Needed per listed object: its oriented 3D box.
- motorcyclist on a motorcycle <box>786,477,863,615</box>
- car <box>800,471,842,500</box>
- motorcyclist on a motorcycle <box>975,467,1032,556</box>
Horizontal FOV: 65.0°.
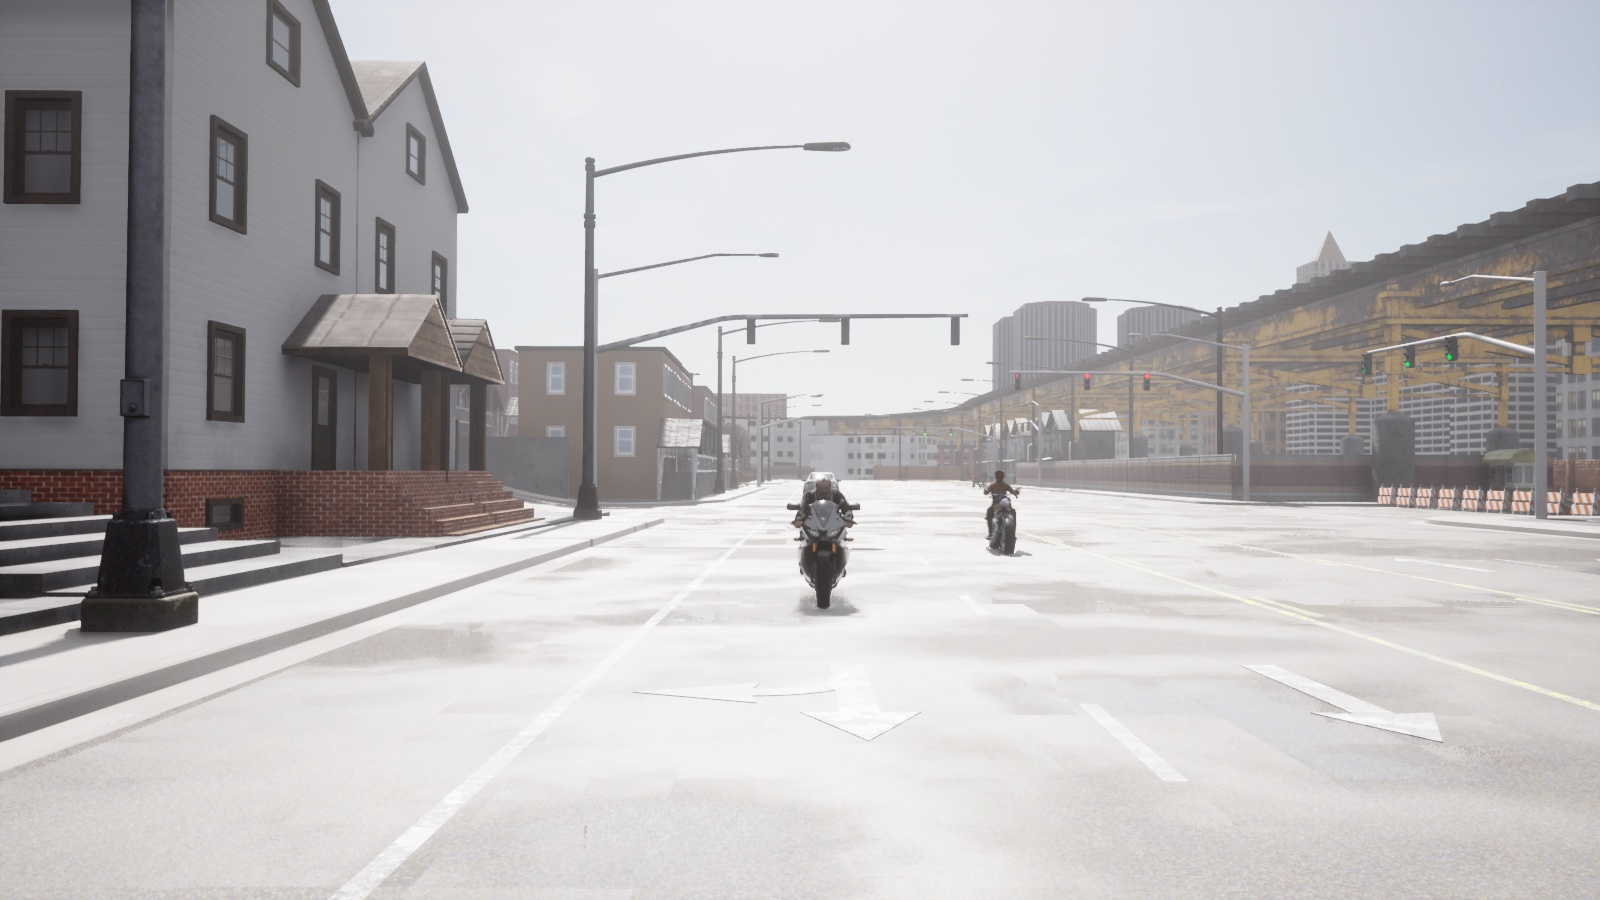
[{"bbox_3d":[0.291,1.102,15.160,0.866,1.530,2.191,0,-1,1],"label":"motorcyclist on a motorcycle"},{"bbox_3d":[1.191,1.906,68.064,2.128,1.511,4.902,0,-1,2],"label":"car"},{"bbox_3d":[3.942,1.160,24.501,0.766,1.649,2.350,0,-1,1],"label":"motorcyclist on a motorcycle"}]
